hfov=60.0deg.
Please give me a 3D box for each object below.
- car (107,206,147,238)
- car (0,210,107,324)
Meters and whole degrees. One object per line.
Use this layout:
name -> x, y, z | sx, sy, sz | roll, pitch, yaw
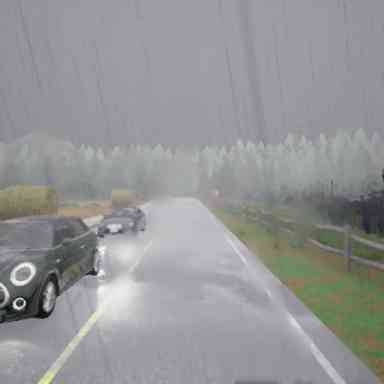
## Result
car -> -3.597, 1.519, 17.875 | 2.128, 1.511, 4.902 | 0, 0, 0
car -> -3.604, 1.364, 7.429 | 2.097, 1.767, 4.553 | 0, 0, 0
